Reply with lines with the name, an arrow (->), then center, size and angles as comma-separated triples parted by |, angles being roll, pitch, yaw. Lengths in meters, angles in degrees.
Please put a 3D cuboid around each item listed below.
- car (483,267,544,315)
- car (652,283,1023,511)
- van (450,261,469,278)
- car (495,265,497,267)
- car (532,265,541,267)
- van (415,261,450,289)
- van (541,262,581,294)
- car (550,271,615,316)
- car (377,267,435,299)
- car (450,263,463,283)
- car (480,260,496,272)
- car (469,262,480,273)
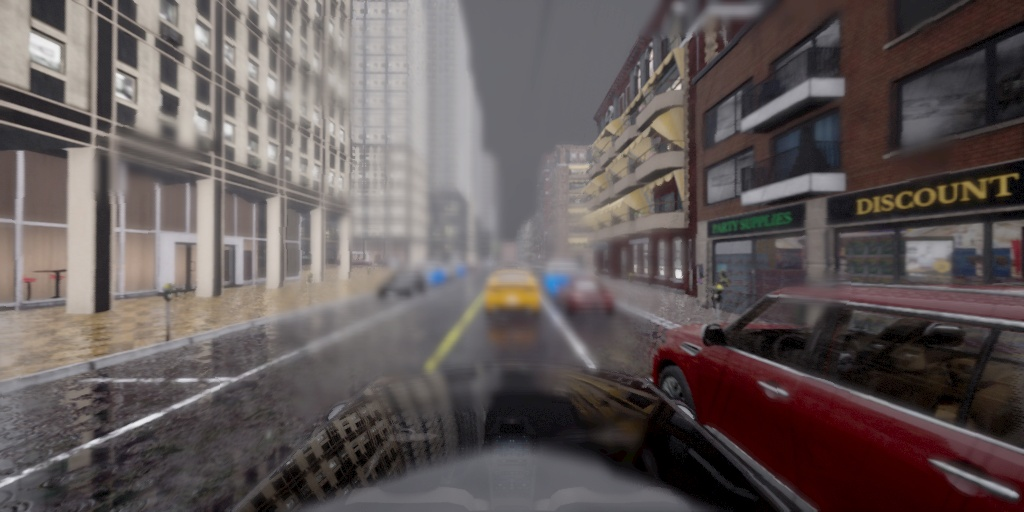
car -> 0.042, 1.334, 14.189 | 1.882, 1.535, 5.008 | 0, -1, 0
car -> 2.691, 1.070, 2.276 | 2.192, 1.841, 5.009 | 0, 0, 0
van -> -5.704, 1.388, 36.163 | 1.690, 1.789, 3.998 | 0, 0, 0
car -> 0.014, 1.515, 27.015 | 2.033, 1.411, 5.357 | 0, 0, 1
car -> 2.676, 1.598, 36.166 | 2.007, 1.370, 4.403 | 0, 0, 0
van -> -5.700, 1.289, 24.866 | 1.690, 1.789, 3.998 | 0, 0, 0
van -> 2.683, 1.240, 19.221 | 1.690, 1.789, 3.998 | 0, 0, 0
car -> 2.685, 1.433, 13.573 | 1.802, 1.307, 4.207 | 0, 0, 0
car -> -5.697, 1.465, 19.218 | 1.948, 1.339, 4.313 | 0, 0, 0
car -> -5.702, 1.548, 30.515 | 2.007, 1.370, 4.403 | 0, 0, 0
car -> -3.073, 1.709, 51.307 | 1.812, 1.442, 4.674 | 0, -1, 0
car -> -5.712, 1.640, 53.108 | 1.967, 1.591, 4.097 | 0, 0, 0
